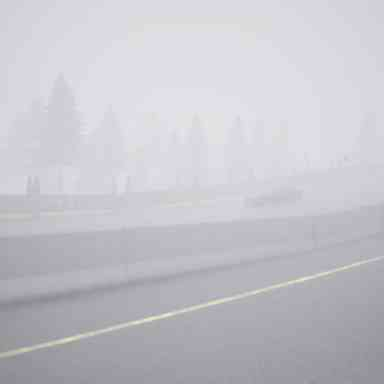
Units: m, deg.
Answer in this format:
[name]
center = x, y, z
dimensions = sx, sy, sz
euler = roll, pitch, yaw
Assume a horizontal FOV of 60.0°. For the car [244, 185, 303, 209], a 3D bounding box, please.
[car]
center = 6.077, 0.287, 24.689
dimensions = 5.008, 1.535, 1.882
euler = -6, 4, -33
